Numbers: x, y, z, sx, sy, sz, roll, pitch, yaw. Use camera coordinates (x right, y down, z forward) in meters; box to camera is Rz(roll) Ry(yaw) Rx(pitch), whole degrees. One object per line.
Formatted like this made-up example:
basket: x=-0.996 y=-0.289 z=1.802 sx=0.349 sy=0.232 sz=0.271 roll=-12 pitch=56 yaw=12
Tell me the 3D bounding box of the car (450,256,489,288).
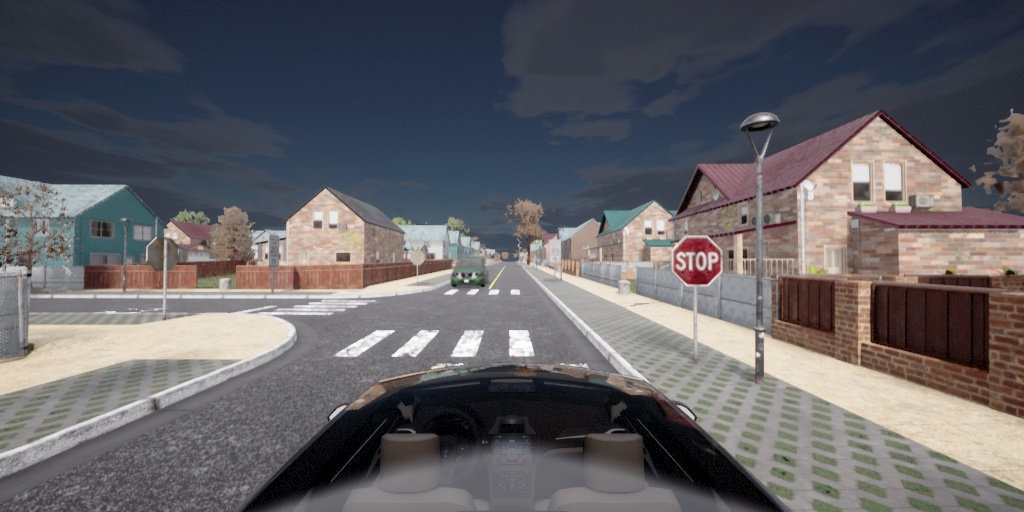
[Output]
car: x=-2.767 y=1.083 z=24.579 sx=2.150 sy=2.045 sz=5.566 roll=0 pitch=2 yaw=0
